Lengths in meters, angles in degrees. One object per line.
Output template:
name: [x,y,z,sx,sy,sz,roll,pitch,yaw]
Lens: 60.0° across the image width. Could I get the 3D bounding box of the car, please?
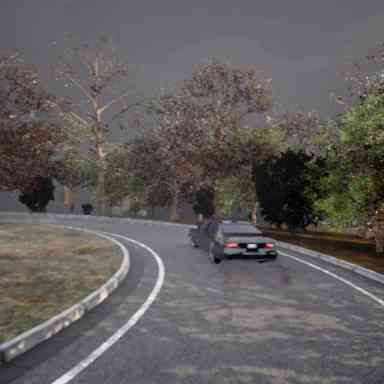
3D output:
car: [1.260,1.646,12.361,2.033,1.411,5.357,2,0,-12]
